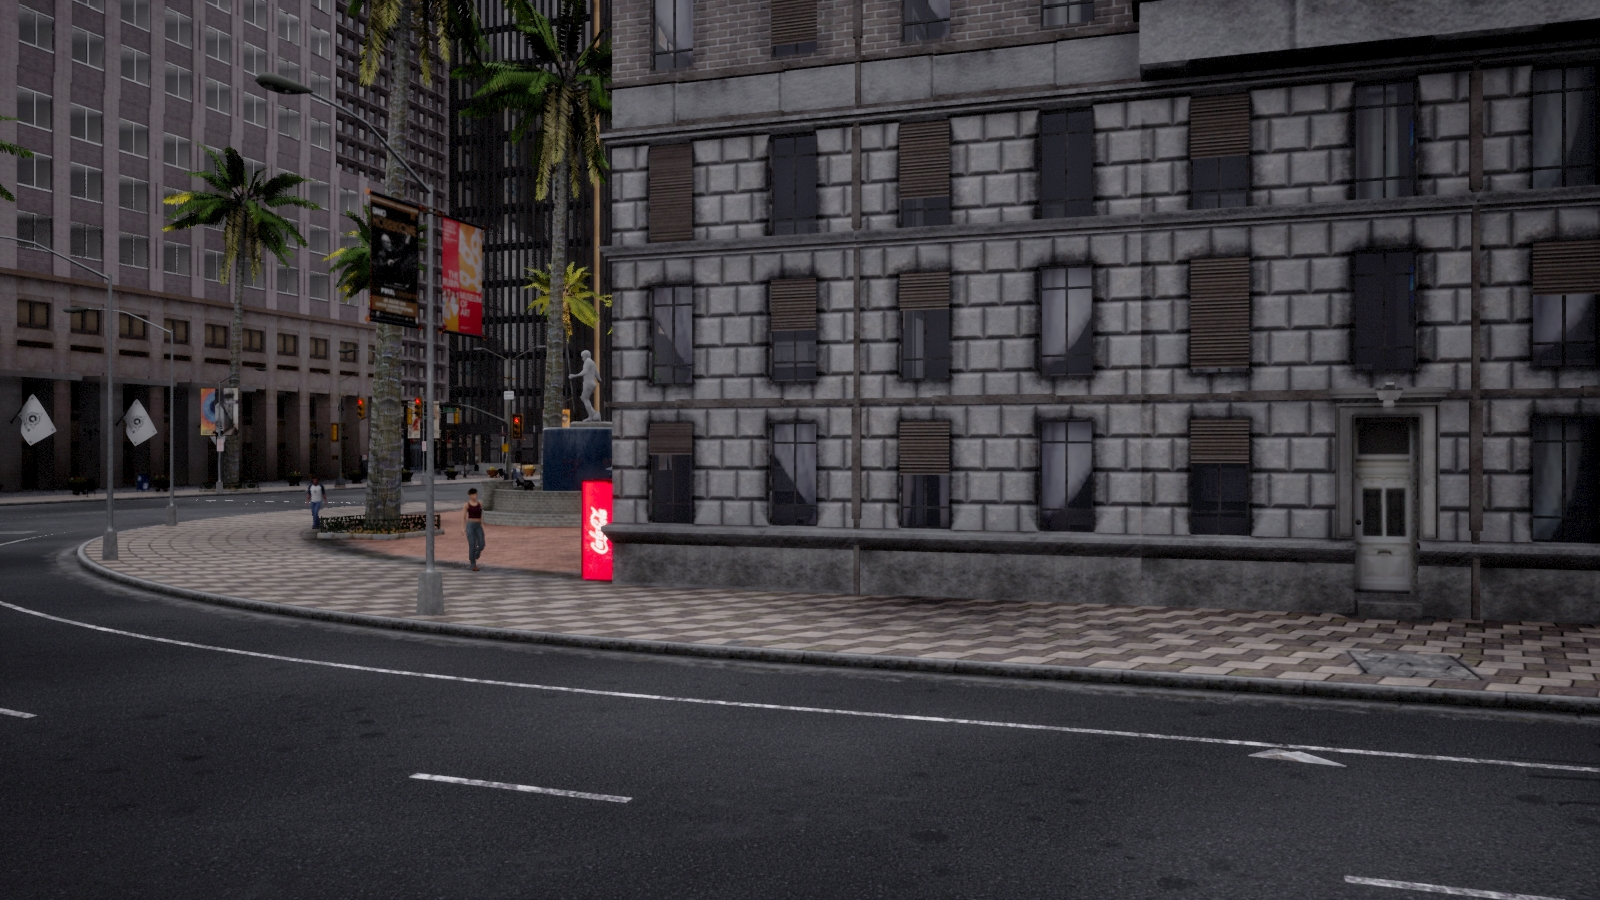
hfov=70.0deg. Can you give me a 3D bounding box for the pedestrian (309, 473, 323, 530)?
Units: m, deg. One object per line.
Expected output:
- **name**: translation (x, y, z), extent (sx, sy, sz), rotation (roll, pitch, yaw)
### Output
- **pedestrian**: translation (-15.980, 1.696, 37.726), extent (0.375, 1.860, 0.375), rotation (0, 0, -10)

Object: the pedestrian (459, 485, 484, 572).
- **pedestrian**: translation (-7.144, 1.696, 24.849), extent (0.375, 1.860, 0.375), rotation (0, 0, -43)

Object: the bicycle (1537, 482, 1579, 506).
- **bicycle**: translation (38.714, 2.246, 58.365), extent (0.329, 1.171, 1.835), rotation (7, -4, -28)
